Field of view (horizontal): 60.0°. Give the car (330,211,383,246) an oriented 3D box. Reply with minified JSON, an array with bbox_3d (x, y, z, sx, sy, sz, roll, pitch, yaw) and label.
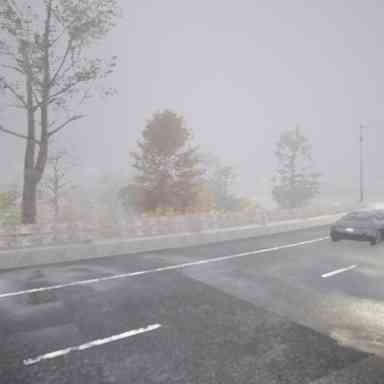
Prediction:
[{"bbox_3d":[8.230,1.595,15.710,4.181,1.385,1.994,0,0,-44],"label":"car"}]
